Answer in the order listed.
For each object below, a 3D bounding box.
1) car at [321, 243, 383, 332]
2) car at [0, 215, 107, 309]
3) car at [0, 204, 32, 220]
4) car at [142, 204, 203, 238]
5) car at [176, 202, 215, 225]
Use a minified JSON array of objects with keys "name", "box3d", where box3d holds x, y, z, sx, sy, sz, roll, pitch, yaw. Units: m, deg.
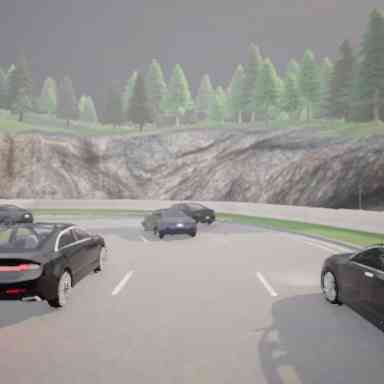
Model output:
[{"name":"car","box3d":[3.649,1.507,5.170,1.837,1.490,4.892,0,0,0]},{"name":"car","box3d":[-3.371,1.472,7.803,2.128,1.511,4.902,0,0,-1]},{"name":"car","box3d":[-12.532,1.503,21.470,4.181,1.385,1.994,0,0,7]},{"name":"car","box3d":[-1.285,1.537,17.634,1.994,1.385,4.181,0,0,-21]},{"name":"car","box3d":[-0.543,1.445,22.814,1.882,1.535,5.008,1,0,-38]}]
